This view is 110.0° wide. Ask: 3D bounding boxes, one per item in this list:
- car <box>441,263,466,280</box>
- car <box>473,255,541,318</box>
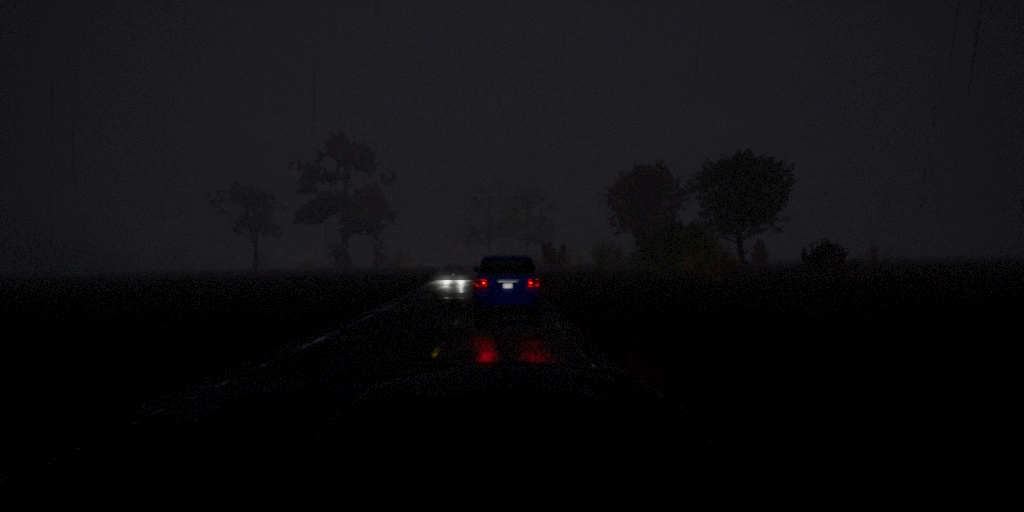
[{"bbox_3d":[-5.120,1.349,31.785,1.994,1.385,4.181,0,0,-7],"label":"car"},{"bbox_3d":[-0.256,0.972,13.211,2.150,2.045,5.566,0,0,-3],"label":"car"}]
